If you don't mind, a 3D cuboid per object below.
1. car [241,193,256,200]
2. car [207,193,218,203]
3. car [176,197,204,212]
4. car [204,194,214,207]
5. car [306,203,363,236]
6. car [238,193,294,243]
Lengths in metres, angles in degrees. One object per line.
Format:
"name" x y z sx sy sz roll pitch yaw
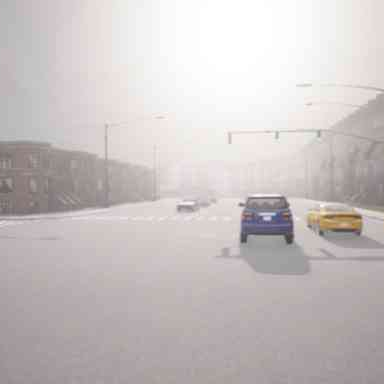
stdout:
"car" 12.354 0.955 72.584 2.033 1.411 5.357 -1 0 -4
"car" 3.150 0.971 55.869 2.097 1.767 4.553 -1 0 10
"car" -0.319 1.325 36.244 2.033 1.411 5.357 -1 0 10
"car" 1.381 1.302 45.712 1.895 1.301 4.718 -1 0 10
"car" 7.235 1.291 17.301 1.882 1.535 5.008 -1 0 10
"car" 3.366 1.088 15.488 2.150 2.045 5.566 -1 0 10
